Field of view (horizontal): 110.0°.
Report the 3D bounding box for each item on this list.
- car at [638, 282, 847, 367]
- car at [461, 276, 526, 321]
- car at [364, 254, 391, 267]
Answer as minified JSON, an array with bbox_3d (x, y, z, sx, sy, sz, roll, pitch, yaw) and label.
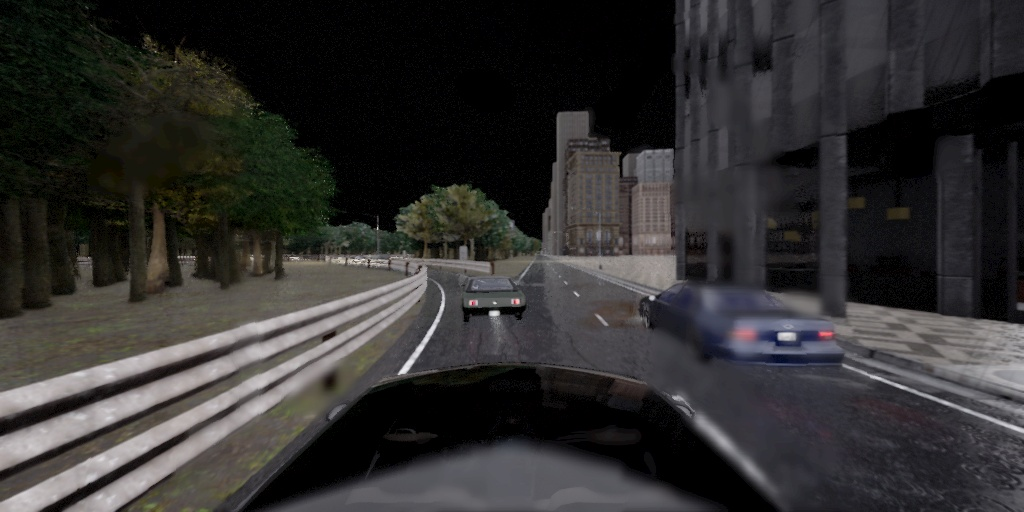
[{"bbox_3d":[4.400,1.277,7.995,2.033,1.411,5.357,0,0,4],"label":"car"},{"bbox_3d":[-0.790,1.353,12.471,1.895,1.301,4.718,-1,0,-7],"label":"car"},{"bbox_3d":[-21.831,0.690,59.138,2.150,2.045,5.566,-1,1,-41],"label":"car"}]
